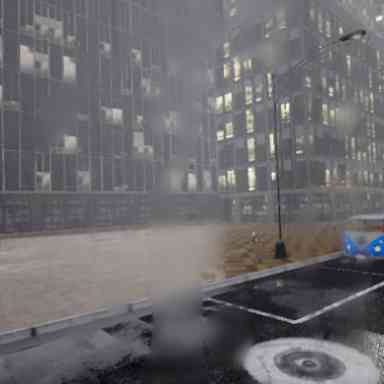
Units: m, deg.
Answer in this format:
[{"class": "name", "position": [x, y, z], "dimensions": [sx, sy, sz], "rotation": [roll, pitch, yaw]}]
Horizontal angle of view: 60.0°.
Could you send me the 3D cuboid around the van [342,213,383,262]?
[{"class": "van", "position": [7.340, 1.717, 12.766], "dimensions": [3.998, 1.788, 1.690], "rotation": [0, -4, -41]}]
